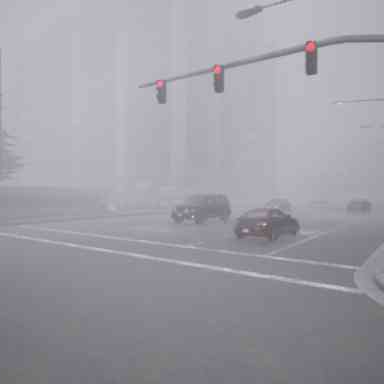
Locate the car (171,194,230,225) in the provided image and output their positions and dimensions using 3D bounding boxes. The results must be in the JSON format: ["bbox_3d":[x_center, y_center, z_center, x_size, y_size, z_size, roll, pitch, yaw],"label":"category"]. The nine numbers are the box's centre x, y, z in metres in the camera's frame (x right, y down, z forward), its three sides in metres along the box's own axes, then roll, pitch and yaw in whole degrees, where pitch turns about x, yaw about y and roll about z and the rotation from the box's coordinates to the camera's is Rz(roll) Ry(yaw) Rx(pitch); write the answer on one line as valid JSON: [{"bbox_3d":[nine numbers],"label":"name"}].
[{"bbox_3d":[0.794,1.173,24.360,2.150,2.045,5.566,0,0,36],"label":"car"}]

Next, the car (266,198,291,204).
[{"bbox_3d":[9.348,1.456,36.207,1.837,1.490,4.892,0,0,36],"label":"car"}]

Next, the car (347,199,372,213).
[{"bbox_3d":[18.355,1.469,36.399,2.128,1.511,4.902,0,0,36],"label":"car"}]

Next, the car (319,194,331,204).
[{"bbox_3d":[18.862,1.265,49.236,1.895,1.301,4.718,0,0,36],"label":"car"}]

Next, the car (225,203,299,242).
[{"bbox_3d":[3.709,1.503,16.326,1.812,1.442,4.674,0,0,37],"label":"car"}]
